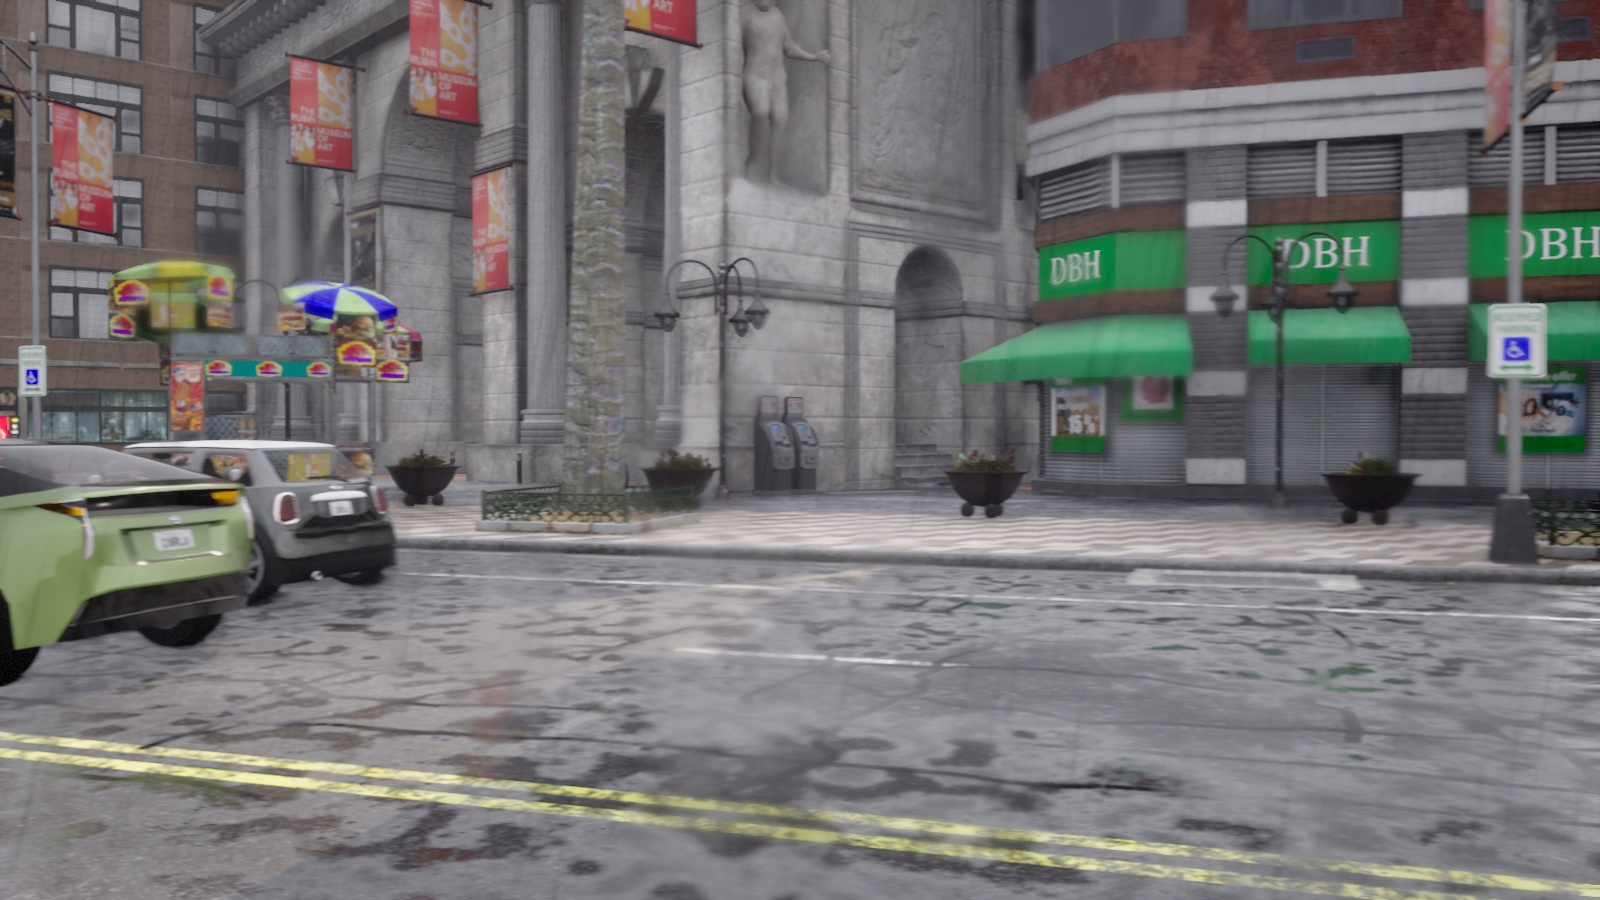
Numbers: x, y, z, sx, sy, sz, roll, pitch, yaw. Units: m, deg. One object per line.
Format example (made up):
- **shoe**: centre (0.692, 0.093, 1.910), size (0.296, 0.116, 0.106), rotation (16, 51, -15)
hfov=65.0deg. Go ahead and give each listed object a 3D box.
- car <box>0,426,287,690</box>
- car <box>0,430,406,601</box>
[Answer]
- **car**: centre (-6.198, 0.591, 8.904), size (4.514, 1.525, 2.007), rotation (1, 1, 18)
- **car**: centre (-6.153, 0.550, 12.508), size (3.806, 1.475, 1.970), rotation (1, 1, 18)
